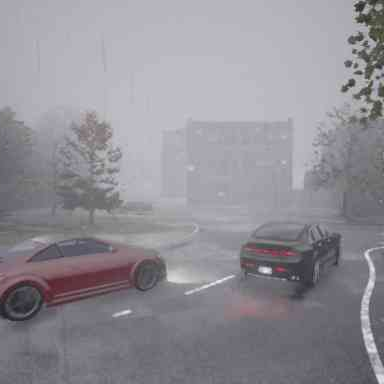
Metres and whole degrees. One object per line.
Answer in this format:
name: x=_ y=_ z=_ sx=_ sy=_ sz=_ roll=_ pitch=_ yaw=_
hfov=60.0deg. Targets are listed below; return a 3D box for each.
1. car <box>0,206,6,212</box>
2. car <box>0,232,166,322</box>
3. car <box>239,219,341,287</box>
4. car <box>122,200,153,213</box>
car: x=-23.082 y=1.831 z=36.399 sx=4.718 sy=1.301 sz=1.895 roll=1 pitch=-1 yaw=-23
car: x=-2.599 y=1.601 z=7.450 sx=4.181 sy=1.385 sz=1.994 roll=1 pitch=-1 yaw=-45
car: x=3.044 y=1.567 z=9.738 sx=1.837 sy=1.490 sz=4.892 roll=1 pitch=0 yaw=34
car: x=-7.008 y=1.744 z=39.969 sx=4.892 sy=1.490 sz=1.837 roll=0 pitch=-1 yaw=24
